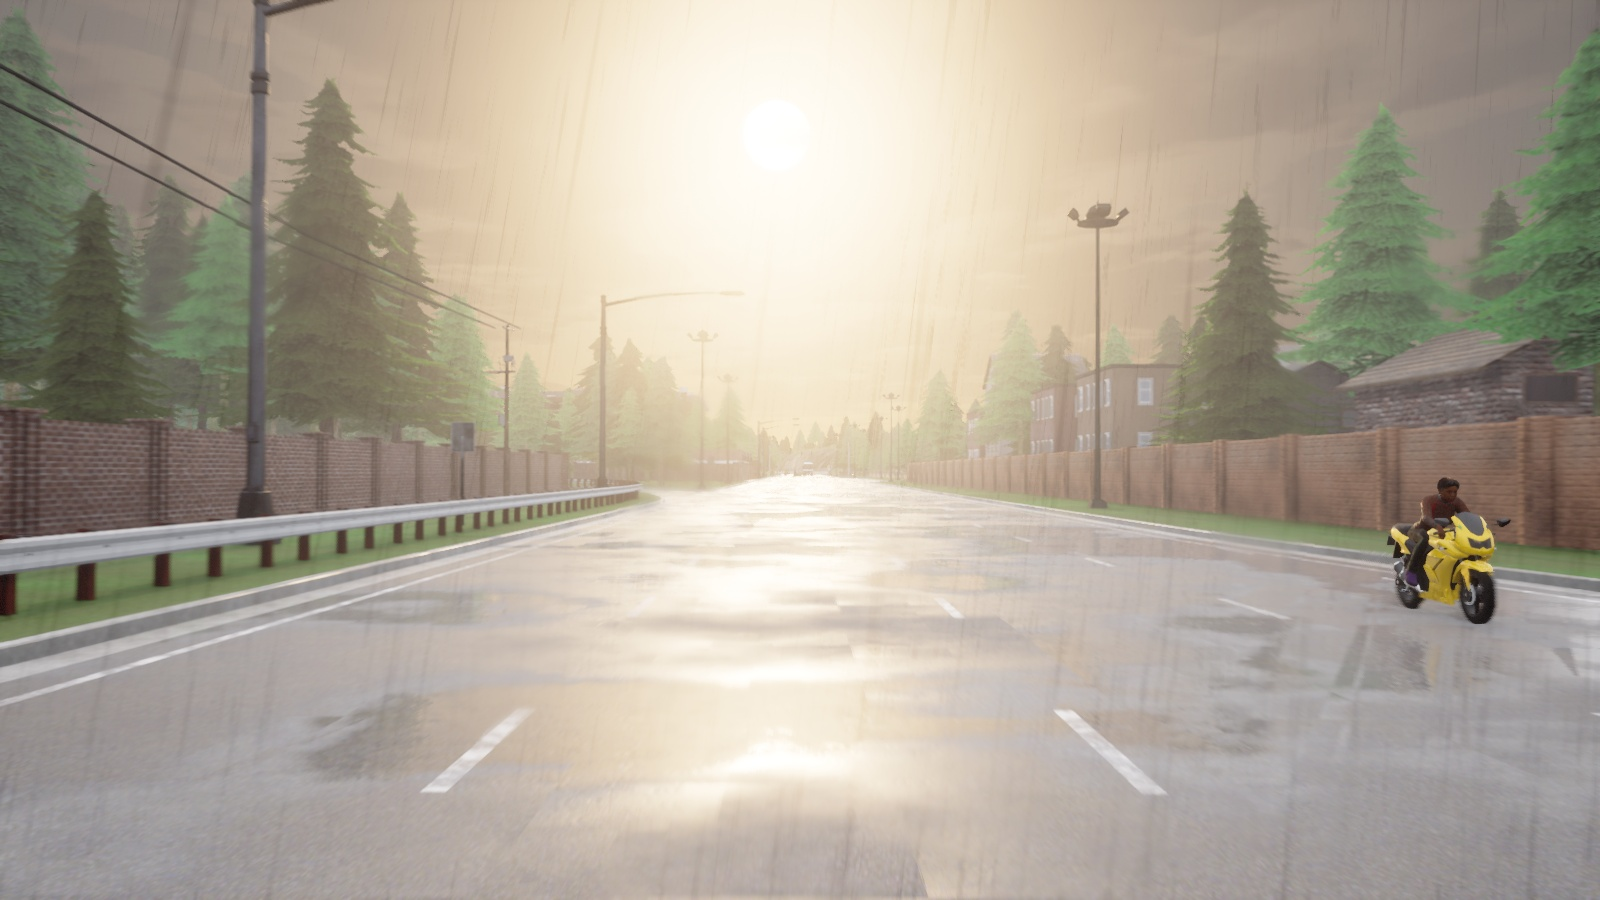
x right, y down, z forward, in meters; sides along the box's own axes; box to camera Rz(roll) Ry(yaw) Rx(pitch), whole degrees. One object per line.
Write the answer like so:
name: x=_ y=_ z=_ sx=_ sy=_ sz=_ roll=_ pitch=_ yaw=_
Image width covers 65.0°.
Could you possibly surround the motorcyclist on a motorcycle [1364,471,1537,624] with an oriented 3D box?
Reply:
motorcyclist on a motorcycle: x=6.967 y=0.995 z=13.589 sx=0.797 sy=1.523 sz=2.044 roll=0 pitch=-1 yaw=0
